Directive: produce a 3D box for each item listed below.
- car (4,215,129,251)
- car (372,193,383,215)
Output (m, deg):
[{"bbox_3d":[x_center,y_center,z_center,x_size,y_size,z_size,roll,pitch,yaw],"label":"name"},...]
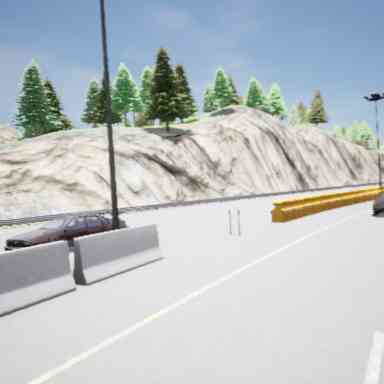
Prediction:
[{"bbox_3d":[-5.274,1.762,14.863,2.033,1.411,5.357,-3,0,35],"label":"car"},{"bbox_3d":[12.629,0.625,20.620,1.994,1.385,4.181,-3,1,41],"label":"car"}]
